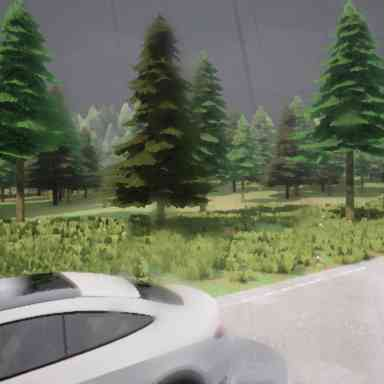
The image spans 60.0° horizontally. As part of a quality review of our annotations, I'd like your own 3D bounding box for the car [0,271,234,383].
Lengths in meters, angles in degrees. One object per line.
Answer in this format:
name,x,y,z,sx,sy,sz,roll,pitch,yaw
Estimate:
car,-1.700,1.526,2.776,4.674,1.442,1.812,0,0,-36
